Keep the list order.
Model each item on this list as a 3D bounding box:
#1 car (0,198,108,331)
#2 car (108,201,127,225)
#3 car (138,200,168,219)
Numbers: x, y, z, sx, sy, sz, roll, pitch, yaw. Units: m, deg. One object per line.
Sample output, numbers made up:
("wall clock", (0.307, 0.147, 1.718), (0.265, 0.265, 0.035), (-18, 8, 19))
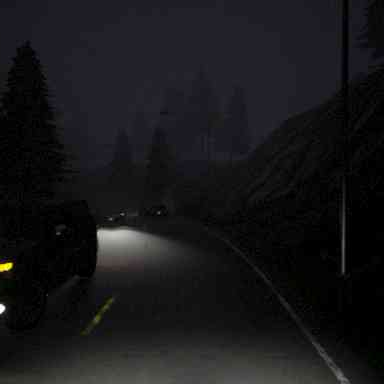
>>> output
("car", (-3.618, 1.170, 7.111), (2.150, 2.045, 5.566), (0, 0, -1))
("car", (-5.536, 1.366, 22.572), (2.128, 1.511, 4.902), (0, 0, -15))
("car", (-3.312, 1.395, 27.909), (1.812, 1.442, 4.674), (1, 0, -19))
